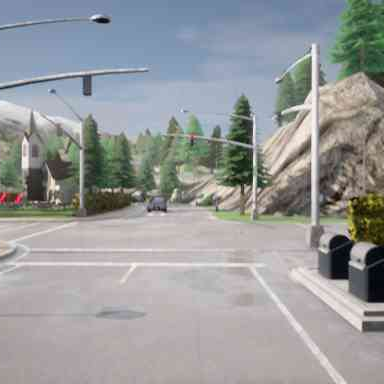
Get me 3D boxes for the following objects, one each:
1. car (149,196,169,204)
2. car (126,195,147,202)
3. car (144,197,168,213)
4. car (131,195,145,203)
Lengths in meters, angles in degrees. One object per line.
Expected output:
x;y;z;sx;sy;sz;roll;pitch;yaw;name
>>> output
-6.492;1.498;64.875;2.033;1.411;5.357;0;0;-27;car
-12.360;1.376;73.429;5.008;1.535;1.882;0;0;42;car
-3.764;1.536;36.703;1.994;1.385;4.181;0;0;-2;car
-10.961;1.457;65.720;1.837;1.490;4.892;0;-1;-30;car
